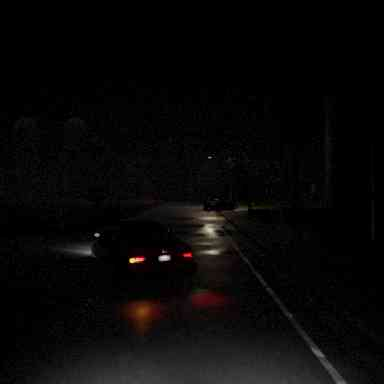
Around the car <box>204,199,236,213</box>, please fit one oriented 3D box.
[{"bbox_3d":[3.290,1.573,38.411,2.128,1.511,4.902,-1,0,37],"label":"car"}]

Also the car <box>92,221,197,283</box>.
[{"bbox_3d":[-1.699,1.568,9.910,2.033,1.411,5.357,0,0,-25],"label":"car"}]
